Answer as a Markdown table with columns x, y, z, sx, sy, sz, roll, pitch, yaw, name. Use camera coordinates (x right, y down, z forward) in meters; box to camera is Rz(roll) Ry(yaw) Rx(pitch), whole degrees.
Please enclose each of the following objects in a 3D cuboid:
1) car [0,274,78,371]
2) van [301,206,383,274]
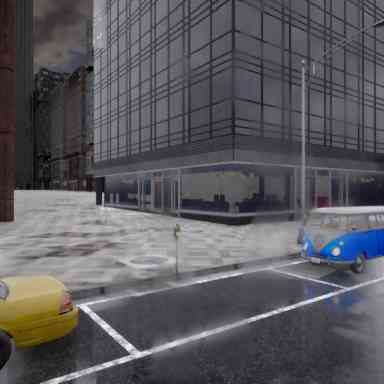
| x | y | z | sx | sy | sz | roll | pitch | yaw | name |
| --- | --- | --- | --- | --- | --- | --- | --- | --- | --- |
| -3.905 | 1.525 | 3.864 | 4.829 | 1.417 | 1.752 | 0 | 0 | -36 | car |
| 5.080 | 1.341 | 10.288 | 3.998 | 1.788 | 1.690 | 0 | 0 | -36 | van |
